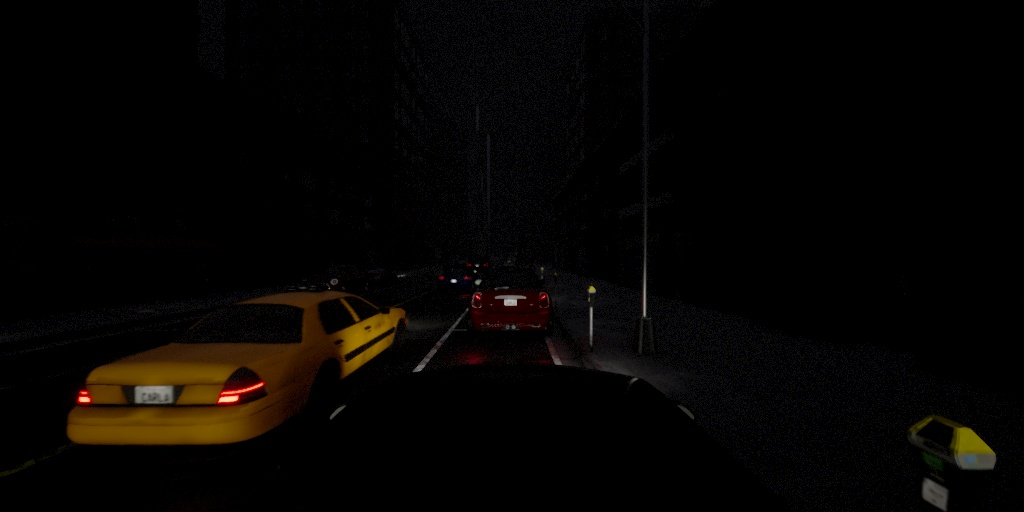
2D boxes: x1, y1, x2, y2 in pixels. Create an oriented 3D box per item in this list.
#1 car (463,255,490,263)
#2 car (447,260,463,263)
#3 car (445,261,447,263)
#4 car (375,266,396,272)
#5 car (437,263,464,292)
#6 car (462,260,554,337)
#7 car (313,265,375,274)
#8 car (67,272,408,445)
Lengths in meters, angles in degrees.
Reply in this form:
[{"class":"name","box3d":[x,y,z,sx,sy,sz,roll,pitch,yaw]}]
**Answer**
[{"class":"car","box3d":[-3.113,0.959,34.968,2.150,2.045,5.566,0,0,0]},{"class":"car","box3d":[-6.200,1.207,43.705,1.882,1.535,5.008,0,0,1]},{"class":"car","box3d":[-8.814,1.267,51.546,1.888,1.381,4.507,0,0,0]},{"class":"car","box3d":[-8.815,1.325,23.617,1.802,1.307,4.207,0,0,0]},{"class":"car","box3d":[-3.098,1.309,21.214,1.994,1.385,4.181,0,0,1]},{"class":"car","box3d":[-0.033,1.100,10.472,2.097,1.767,4.553,0,0,0]},{"class":"car","box3d":[-8.815,1.185,18.031,1.967,1.591,4.097,0,0,0]},{"class":"car","box3d":[-3.146,1.204,5.715,1.801,1.575,5.366,0,0,0]}]
